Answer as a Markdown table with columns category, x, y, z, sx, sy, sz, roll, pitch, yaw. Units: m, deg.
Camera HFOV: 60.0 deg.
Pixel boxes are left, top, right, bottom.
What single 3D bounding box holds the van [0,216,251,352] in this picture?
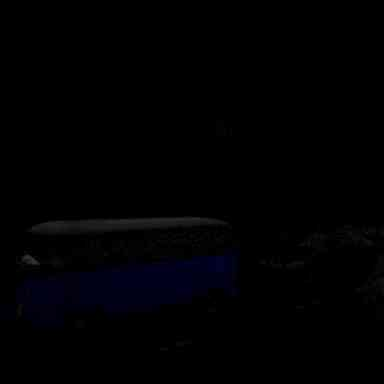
| category | x | y | z | sx | sy | sz | roll | pitch | yaw |
| --- | --- | --- | --- | --- | --- | --- | --- | --- | --- |
| van | -1.034 | 1.365 | 5.913 | 3.998 | 1.788 | 1.690 | 1 | -1 | -35 |

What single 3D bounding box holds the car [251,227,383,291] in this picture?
| category | x | y | z | sx | sy | sz | roll | pitch | yaw |
| --- | --- | --- | --- | --- | --- | --- | --- | --- | --- |
| car | 3.484 | 1.661 | 9.134 | 4.206 | 1.307 | 1.802 | 1 | -1 | -35 |
